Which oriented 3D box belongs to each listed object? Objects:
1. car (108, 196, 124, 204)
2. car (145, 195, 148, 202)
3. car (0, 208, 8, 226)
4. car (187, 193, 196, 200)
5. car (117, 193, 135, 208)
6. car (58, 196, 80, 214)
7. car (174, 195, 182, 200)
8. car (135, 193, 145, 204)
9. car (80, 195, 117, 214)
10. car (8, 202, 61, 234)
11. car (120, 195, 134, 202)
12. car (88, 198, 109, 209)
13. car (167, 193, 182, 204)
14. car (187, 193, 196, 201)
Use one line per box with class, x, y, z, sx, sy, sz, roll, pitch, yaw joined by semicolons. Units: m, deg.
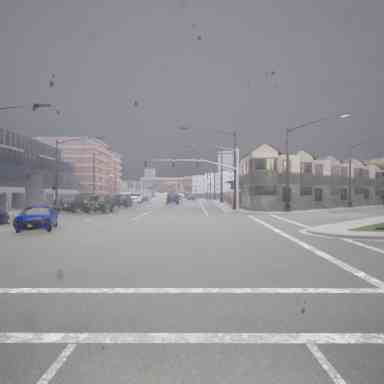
car;-14.149;1.510;62.382;1.994;1.385;4.181;0;1;1
car;-10.622;1.305;72.194;1.882;1.535;5.008;0;0;0
car;-14.136;1.653;22.314;1.812;1.442;4.674;0;-1;0
car;-0.148;1.139;87.819;2.097;1.767;4.553;0;-2;0
car;-10.677;1.367;50.984;2.150;2.045;5.566;0;0;0
car;-14.170;1.444;38.853;2.150;2.045;5.566;0;-1;0
car;-3.648;1.478;87.835;2.128;1.511;4.902;0;-2;0
car;-10.664;1.176;61.782;2.150;2.045;5.566;0;2;0
car;-10.665;1.433;38.396;2.150;2.045;5.566;0;-1;0
car;-9.491;1.589;20.457;1.882;1.535;5.008;-1;0;-16
car;-14.123;1.365;73.022;2.033;1.411;5.357;0;0;0
car;-14.177;1.674;50.520;1.812;1.442;4.674;0;1;0
car;-3.504;1.177;62.101;2.150;2.045;5.566;0;1;0
car;-0.131;1.420;77.859;1.895;1.301;4.718;0;-1;0
